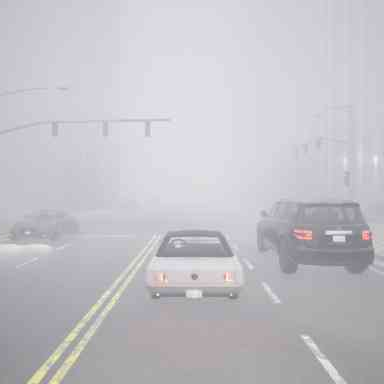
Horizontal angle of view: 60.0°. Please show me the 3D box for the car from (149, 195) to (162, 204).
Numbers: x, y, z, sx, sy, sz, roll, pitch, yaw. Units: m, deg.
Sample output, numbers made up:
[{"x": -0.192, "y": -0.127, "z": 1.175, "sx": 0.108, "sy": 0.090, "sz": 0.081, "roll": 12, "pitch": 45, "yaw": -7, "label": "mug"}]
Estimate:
[{"x": -7.000, "y": 1.351, "z": 63.383, "sx": 2.097, "sy": 1.767, "sz": 4.553, "roll": 0, "pitch": 0, "yaw": 1, "label": "car"}]

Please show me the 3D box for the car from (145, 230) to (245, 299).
[{"x": 0.067, "y": 1.601, "z": 8.391, "sx": 1.895, "sy": 1.301, "sz": 4.718, "roll": 0, "pitch": 0, "yaw": 1, "label": "car"}]

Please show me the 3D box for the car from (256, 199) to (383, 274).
[{"x": 3.583, "y": 1.222, "z": 10.746, "sx": 2.150, "sy": 2.045, "sz": 5.566, "roll": 0, "pitch": 0, "yaw": 0, "label": "car"}]

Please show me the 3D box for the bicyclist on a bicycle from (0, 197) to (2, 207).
[{"x": -26.380, "y": 1.301, "z": 45.411, "sx": 0.582, "sy": 1.620, "sz": 1.656, "roll": 0, "pitch": 0, "yaw": -1, "label": "bicyclist on a bicycle"}]

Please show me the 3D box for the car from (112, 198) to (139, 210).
[{"x": -8.583, "y": 1.493, "z": 43.324, "sx": 2.128, "sy": 1.511, "sz": 4.902, "roll": 0, "pitch": 0, "yaw": 19, "label": "car"}]

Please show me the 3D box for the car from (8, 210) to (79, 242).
[{"x": -7.087, "y": 1.564, "z": 16.324, "sx": 1.994, "sy": 1.385, "sz": 4.181, "roll": 0, "pitch": 0, "yaw": 0, "label": "car"}]
